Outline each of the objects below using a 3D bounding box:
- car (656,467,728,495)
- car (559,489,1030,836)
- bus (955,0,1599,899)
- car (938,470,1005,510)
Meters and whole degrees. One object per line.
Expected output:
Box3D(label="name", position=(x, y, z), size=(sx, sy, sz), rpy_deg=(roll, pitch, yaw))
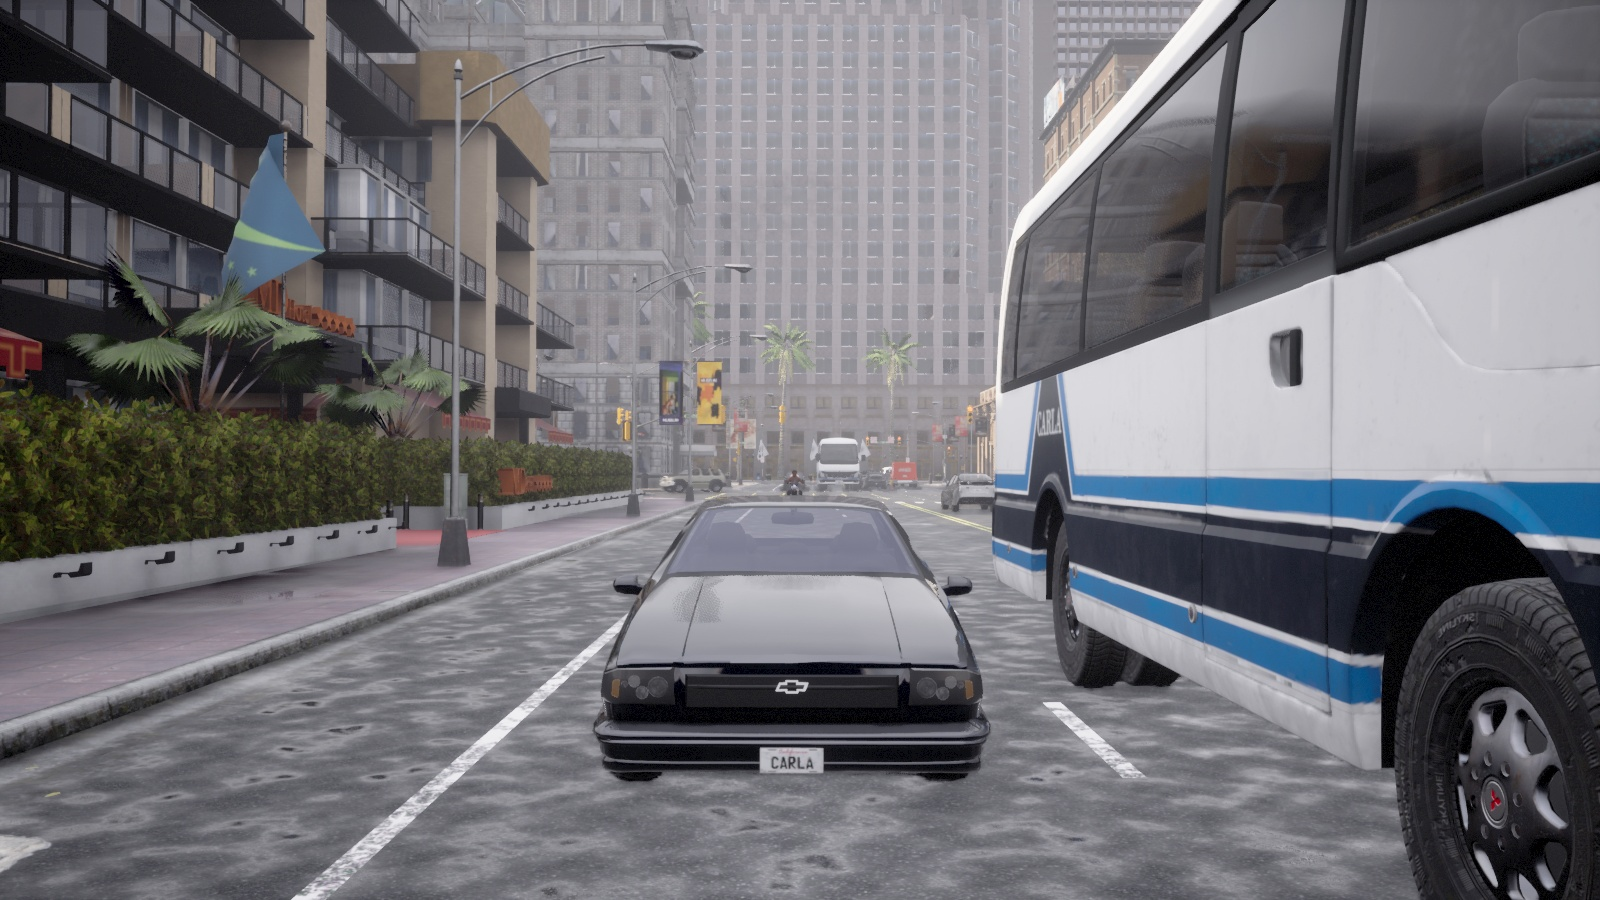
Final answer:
Box3D(label="car", position=(-7.538, 2.132, 87.795), size=(4.605, 1.855, 1.932), rpy_deg=(0, 0, -29))
Box3D(label="car", position=(-0.035, 0.998, 8.108), size=(2.033, 1.411, 5.357), rpy_deg=(0, -1, 0))
Box3D(label="bus", position=(3.466, -0.465, 6.626), size=(3.944, 4.253, 10.273), rpy_deg=(0, -1, 0))
Box3D(label="car", position=(6.795, 1.575, 50.199), size=(2.007, 1.525, 4.514), rpy_deg=(0, -1, 0))
